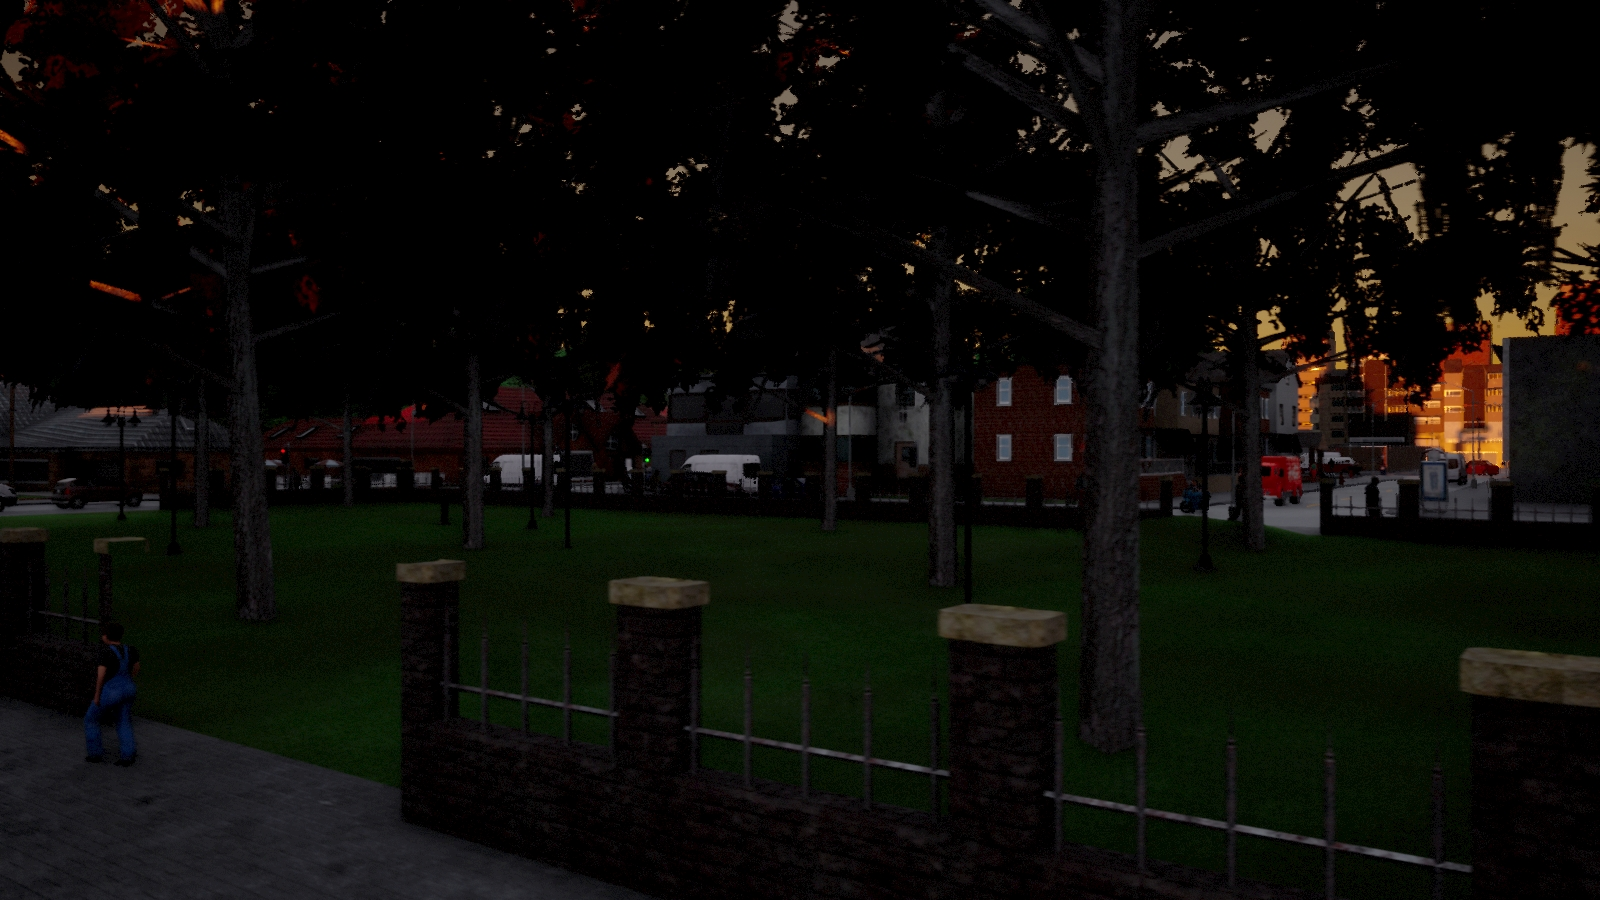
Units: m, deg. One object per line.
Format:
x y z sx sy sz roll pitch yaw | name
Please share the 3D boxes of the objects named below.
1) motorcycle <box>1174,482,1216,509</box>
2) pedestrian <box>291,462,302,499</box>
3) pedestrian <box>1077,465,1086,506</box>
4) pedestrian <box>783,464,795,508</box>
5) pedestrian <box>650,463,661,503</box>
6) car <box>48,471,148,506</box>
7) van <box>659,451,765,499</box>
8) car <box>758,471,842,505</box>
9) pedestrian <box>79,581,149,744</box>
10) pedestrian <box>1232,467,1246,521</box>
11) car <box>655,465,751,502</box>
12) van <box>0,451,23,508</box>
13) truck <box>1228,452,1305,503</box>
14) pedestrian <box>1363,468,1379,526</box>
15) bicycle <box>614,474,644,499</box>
17.411 1.993 50.355 2.033 1.145 0.803 0 0 -38 | motorcycle
-25.556 1.525 58.023 0.375 1.860 0.375 0 0 33 | pedestrian
12.881 1.628 52.286 0.375 1.860 0.375 0 0 21 | pedestrian
-0.480 1.524 48.670 0.375 1.860 0.375 0 0 26 | pedestrian
-6.691 1.525 52.917 0.375 1.860 0.375 0 0 35 | pedestrian
-33.790 1.806 55.071 1.789 1.549 3.705 0 0 35 | car
-4.896 1.314 62.994 5.915 2.561 1.988 0 0 36 | van
-0.020 1.818 54.941 3.633 1.501 1.845 0 0 36 | car
-5.890 1.805 9.810 0.375 1.300 0.375 0 0 28 | pedestrian
15.267 1.525 39.705 0.375 1.860 0.375 0 0 37 | pedestrian
-4.964 1.686 58.195 4.553 1.767 2.097 0 0 35 | car
-37.592 1.314 49.753 1.988 2.561 5.915 0 0 36 | van
23.942 1.345 58.516 2.627 2.467 5.204 0 0 35 | truck
18.533 1.525 37.089 0.375 1.860 0.375 0 0 40 | pedestrian
-9.177 1.940 61.222 1.835 1.271 0.329 0 0 35 | bicycle
